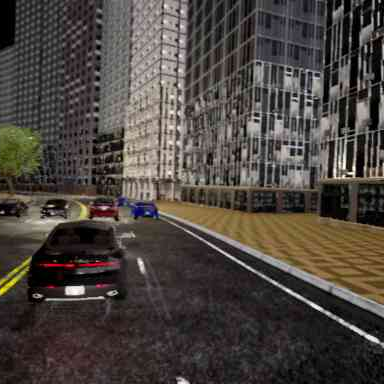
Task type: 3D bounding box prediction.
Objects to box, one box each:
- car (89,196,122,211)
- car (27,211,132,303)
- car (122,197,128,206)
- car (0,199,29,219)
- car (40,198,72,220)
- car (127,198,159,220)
[{"bbox_3d":[-6.837,1.199,25.856,2.097,1.767,4.553,2,0,-15],"label":"car"},{"bbox_3d":[-2.558,1.445,8.109,1.837,1.490,4.892,2,0,-13],"label":"car"},{"bbox_3d":[-8.997,1.343,43.450,1.812,1.442,4.674,2,0,-18],"label":"car"},{"bbox_3d":[-13.458,1.193,24.656,1.994,1.385,4.181,2,0,-15],"label":"car"},{"bbox_3d":[-10.248,1.239,25.262,1.837,1.490,4.892,2,0,-15],"label":"car"},{"bbox_3d":[-4.004,1.422,27.689,1.882,1.535,5.008,2,0,-15],"label":"car"}]
